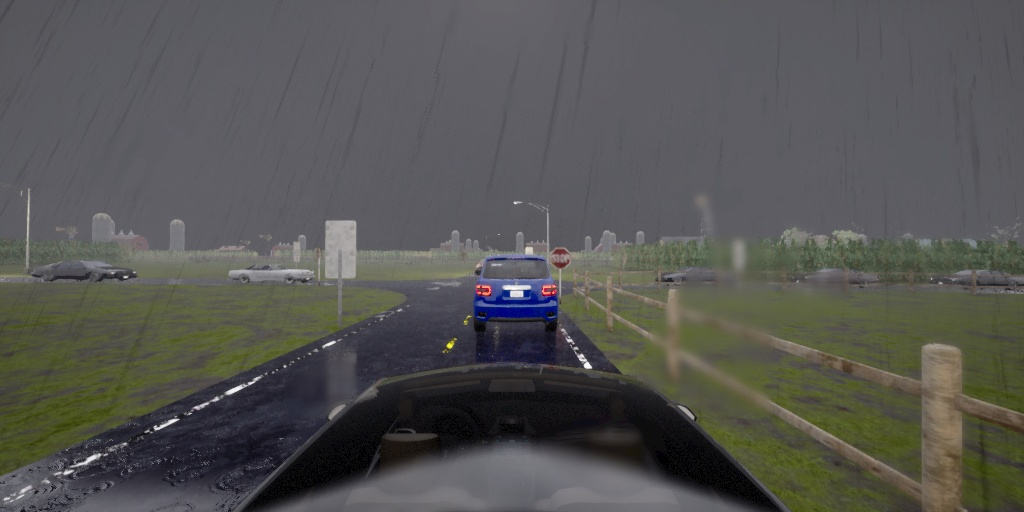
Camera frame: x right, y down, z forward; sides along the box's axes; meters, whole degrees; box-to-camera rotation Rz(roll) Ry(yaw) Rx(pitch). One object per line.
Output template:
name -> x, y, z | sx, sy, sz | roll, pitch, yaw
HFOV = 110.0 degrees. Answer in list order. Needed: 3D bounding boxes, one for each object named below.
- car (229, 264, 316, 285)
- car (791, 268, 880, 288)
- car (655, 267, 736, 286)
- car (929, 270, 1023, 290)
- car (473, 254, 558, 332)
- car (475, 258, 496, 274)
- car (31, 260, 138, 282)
car -> -15.714, 1.171, 23.733 | 4.718, 1.301, 1.895 | 1, -1, 0
car -> 23.979, 1.611, 26.625 | 5.357, 1.411, 2.033 | 1, -1, 0
car -> 13.570, 1.488, 26.621 | 5.357, 1.411, 2.033 | 1, -1, -1
car -> 34.556, 1.739, 26.603 | 5.357, 1.411, 2.033 | 1, -1, 0
car -> 0.057, 0.973, 11.010 | 2.150, 2.045, 5.566 | 0, 0, -1
car -> -2.925, 1.090, 40.656 | 2.097, 1.767, 4.553 | 0, 0, 0
car -> -28.233, 0.986, 23.750 | 5.357, 1.411, 2.033 | 1, -1, 0
